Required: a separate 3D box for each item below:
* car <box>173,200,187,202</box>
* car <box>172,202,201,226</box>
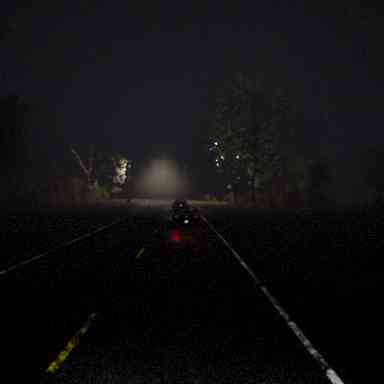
[{"bbox_3d":[-1.477,1.636,42.171,1.994,1.385,4.181,0,0,-4],"label":"car"},{"bbox_3d":[-0.450,1.648,23.827,1.895,1.301,4.718,0,0,-2],"label":"car"}]
